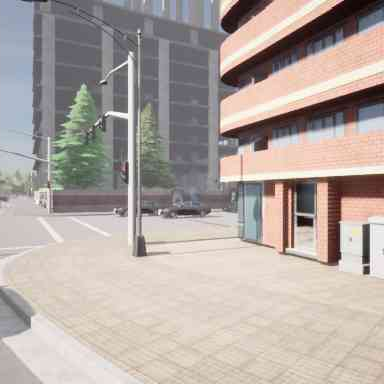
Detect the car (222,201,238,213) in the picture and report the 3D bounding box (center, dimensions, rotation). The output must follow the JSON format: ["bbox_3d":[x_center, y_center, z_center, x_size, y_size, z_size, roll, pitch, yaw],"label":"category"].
[{"bbox_3d":[5.420,1.620,36.769,4.181,1.385,1.994,0,0,-27],"label":"car"}]

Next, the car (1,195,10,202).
[{"bbox_3d":[-42.393,1.500,74.969,1.837,1.490,4.892,0,0,-27],"label":"car"}]

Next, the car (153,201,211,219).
[{"bbox_3d":[-0.631,1.547,29.835,4.902,1.511,2.128,0,0,-27],"label":"car"}]

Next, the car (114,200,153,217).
[{"bbox_3d":[-4.933,1.547,31.598,4.902,1.511,2.128,0,0,-27],"label":"car"}]

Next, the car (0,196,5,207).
[{"bbox_3d":[-29.147,1.600,49.119,1.895,1.301,4.718,0,0,-27],"label":"car"}]
